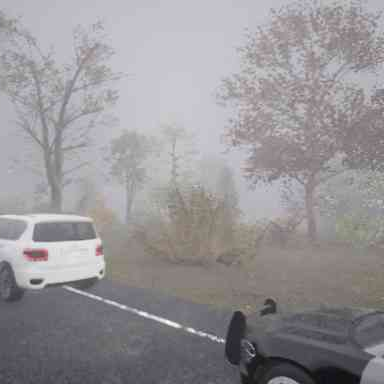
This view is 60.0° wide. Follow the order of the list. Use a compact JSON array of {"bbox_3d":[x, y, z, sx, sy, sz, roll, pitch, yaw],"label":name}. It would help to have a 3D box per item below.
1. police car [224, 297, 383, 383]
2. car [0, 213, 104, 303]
[{"bbox_3d":[2.690,1.656,2.988,5.238,1.638,1.930,-1,-4,41],"label":"police car"},{"bbox_3d":[-4.737,1.620,9.501,5.566,2.045,2.150,-1,-4,42],"label":"car"}]
